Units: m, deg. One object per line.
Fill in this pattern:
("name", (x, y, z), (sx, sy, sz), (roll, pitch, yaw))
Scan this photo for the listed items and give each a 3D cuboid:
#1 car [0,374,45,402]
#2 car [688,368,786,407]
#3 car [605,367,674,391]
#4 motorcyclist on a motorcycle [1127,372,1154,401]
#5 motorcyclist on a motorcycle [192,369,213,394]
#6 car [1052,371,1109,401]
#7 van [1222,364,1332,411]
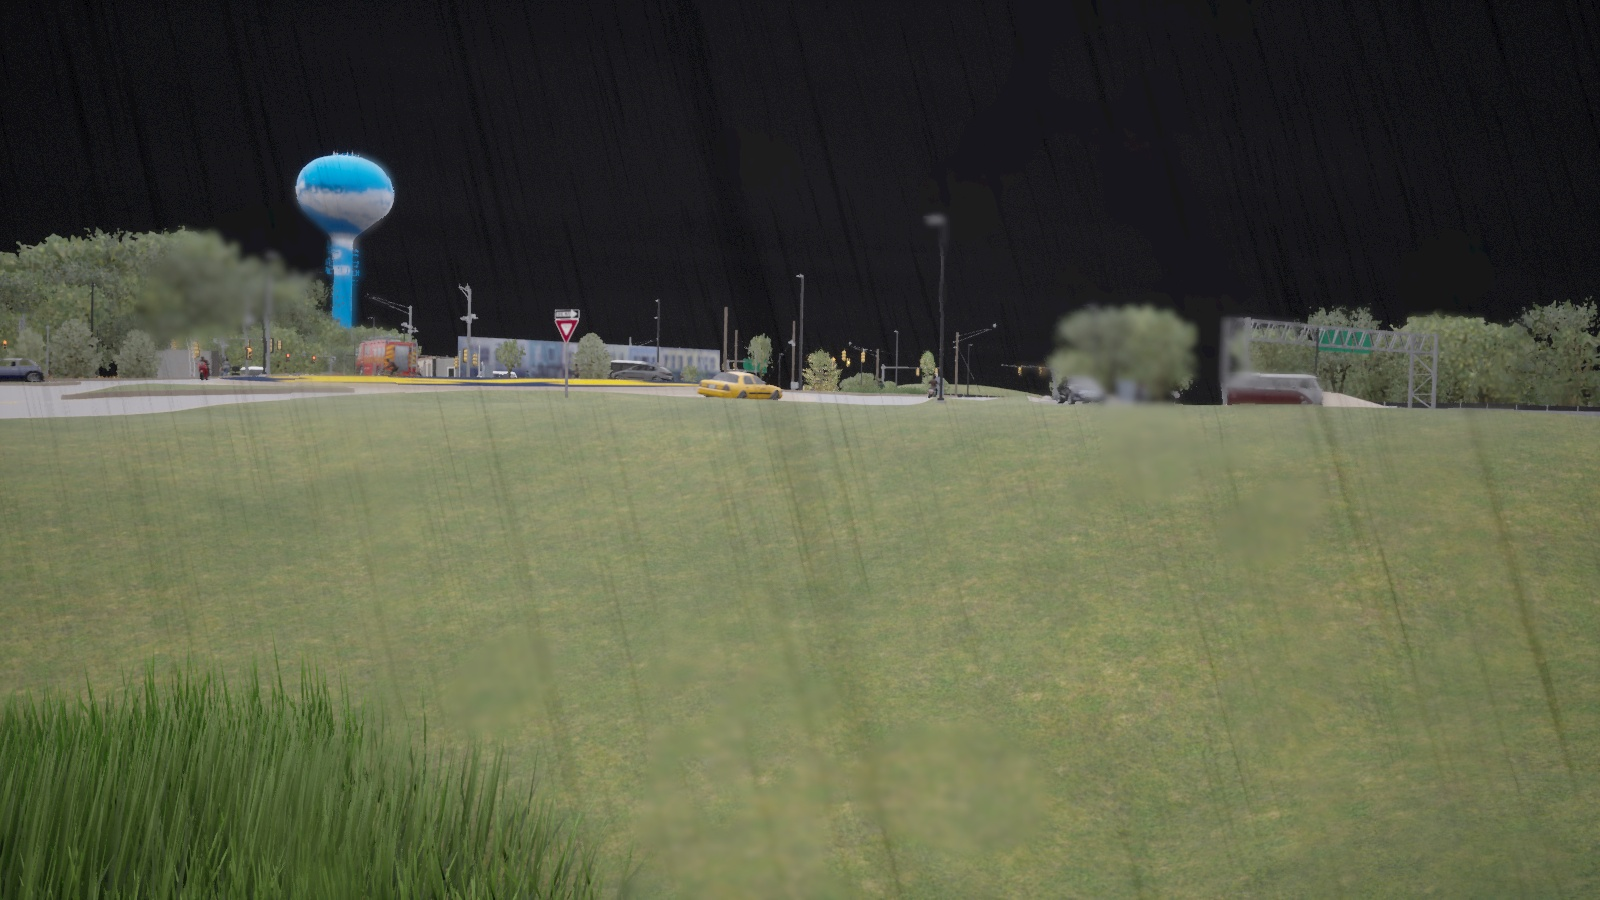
("car", (-44.583, -3.441, 70.170), (3.806, 1.475, 1.970), (-4, 4, -36))
("car", (-2.861, -2.903, 58.202), (1.801, 1.575, 5.366), (9, 7, 29))
("car", (-10.815, -4.817, 84.814), (4.193, 1.474, 1.816), (2, 1, 18))
("motorcyclist on a motorcycle", (19.671, -3.682, 72.602), (0.766, 1.649, 2.350), (1, 3, -3))
("motorcyclist on a motorcycle", (-36.351, -4.173, 76.392), (0.797, 1.523, 2.044), (-2, 3, -16))
("car", (16.166, -3.751, 72.656), (2.033, 1.649, 4.856), (1, 3, -1))
("van", (21.203, -2.817, 55.994), (1.775, 1.987, 4.442), (-2, 5, -28))
